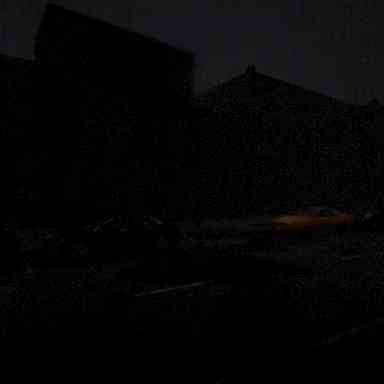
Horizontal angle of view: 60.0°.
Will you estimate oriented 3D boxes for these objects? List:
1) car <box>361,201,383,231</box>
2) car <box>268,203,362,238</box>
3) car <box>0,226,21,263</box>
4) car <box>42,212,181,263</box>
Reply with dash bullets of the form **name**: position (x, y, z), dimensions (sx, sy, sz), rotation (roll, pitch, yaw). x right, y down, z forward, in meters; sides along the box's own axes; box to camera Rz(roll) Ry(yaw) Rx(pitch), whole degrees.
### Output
- **car**: position (11.305, 1.369, 20.836), dimensions (4.553, 1.767, 2.185), rotation (0, 0, -32)
- **car**: position (6.450, 1.485, 17.768), dimensions (5.366, 1.575, 1.946), rotation (0, 0, -32)
- **car**: position (-7.398, 1.469, 9.012), dimensions (4.892, 1.521, 2.231), rotation (0, 0, -32)
- **car**: position (-2.727, 1.476, 11.964), dimensions (4.892, 1.521, 2.231), rotation (0, 0, -32)
